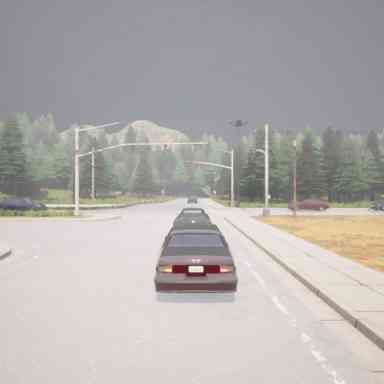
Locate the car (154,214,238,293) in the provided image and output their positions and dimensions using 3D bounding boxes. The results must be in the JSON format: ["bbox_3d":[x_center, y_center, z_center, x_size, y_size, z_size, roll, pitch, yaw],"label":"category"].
[{"bbox_3d":[0.077,1.549,8.987,2.033,1.411,5.357,0,0,0],"label":"car"}]

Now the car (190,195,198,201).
[{"bbox_3d":[0.496,1.597,90.152,1.895,1.301,4.718,0,0,2],"label":"car"}]

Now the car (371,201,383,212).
[{"bbox_3d":[23.444,1.499,38.730,4.902,1.511,2.128,0,0,1],"label":"car"}]

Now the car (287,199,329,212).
[{"bbox_3d":[13.580,1.542,38.899,4.674,1.442,1.812,0,0,1],"label":"car"}]

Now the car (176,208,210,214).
[{"bbox_3d":[0.044,1.562,18.212,1.994,1.385,4.181,0,0,1],"label":"car"}]

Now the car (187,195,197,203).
[{"bbox_3d":[0.057,1.549,67.480,2.033,1.411,5.357,0,0,0],"label":"car"}]

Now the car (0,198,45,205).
[{"bbox_3d":[-18.086,1.397,35.750,4.553,1.767,2.097,0,0,1],"label":"car"}]
